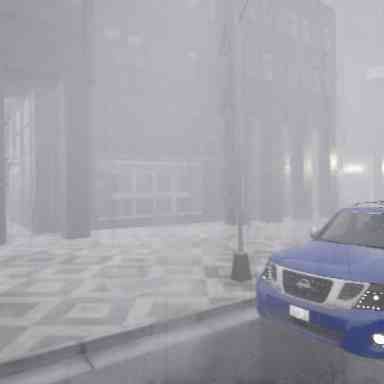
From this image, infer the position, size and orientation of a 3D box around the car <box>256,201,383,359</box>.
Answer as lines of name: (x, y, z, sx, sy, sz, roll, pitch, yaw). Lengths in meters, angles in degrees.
car: (3.657, 1.215, 5.988, 5.566, 2.045, 2.150, -1, 0, -36)
